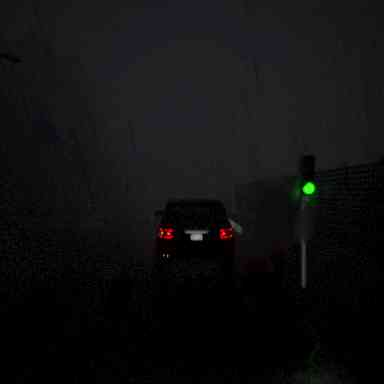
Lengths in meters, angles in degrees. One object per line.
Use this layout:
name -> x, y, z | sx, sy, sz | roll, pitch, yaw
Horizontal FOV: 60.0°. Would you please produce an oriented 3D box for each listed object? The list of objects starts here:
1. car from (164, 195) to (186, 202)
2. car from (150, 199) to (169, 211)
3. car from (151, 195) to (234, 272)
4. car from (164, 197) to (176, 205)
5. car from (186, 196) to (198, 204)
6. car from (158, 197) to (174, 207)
car -> -3.917, 1.505, 76.213 | 5.008, 1.535, 1.882 | 0, 0, 40
car -> -4.101, 1.616, 42.402 | 1.895, 1.301, 4.718 | 0, 0, 0
car -> -0.053, 1.226, 11.027 | 2.150, 2.045, 5.566 | 0, 0, -4
car -> -4.013, 1.586, 62.150 | 1.994, 1.385, 4.181 | 0, 0, 0
car -> -0.024, 1.571, 66.520 | 2.033, 1.411, 5.357 | 0, 0, -4
car -> -4.064, 1.566, 52.164 | 2.033, 1.411, 5.357 | 0, 0, 0
